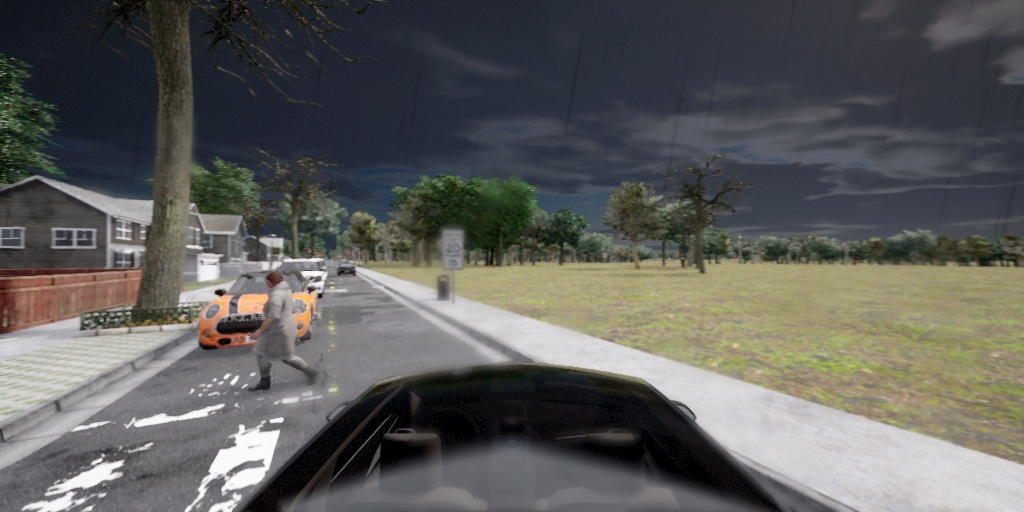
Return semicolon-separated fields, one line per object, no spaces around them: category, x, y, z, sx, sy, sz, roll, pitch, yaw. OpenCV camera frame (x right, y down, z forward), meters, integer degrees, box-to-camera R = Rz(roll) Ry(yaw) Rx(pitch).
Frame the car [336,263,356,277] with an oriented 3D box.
car;-19.319;1.578;41.867;1.882;1.535;5.008;0;0;-27

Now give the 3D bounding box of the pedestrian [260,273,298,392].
pedestrian;-3.579;1.092;5.534;0.375;1.860;0.375;1;-2;-27

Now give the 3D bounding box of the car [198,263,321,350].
car;-6.474;1.192;9.626;2.097;1.767;4.553;0;0;-26

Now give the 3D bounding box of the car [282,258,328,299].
car;-11.199;1.145;19.081;2.150;2.045;5.566;0;0;-26
